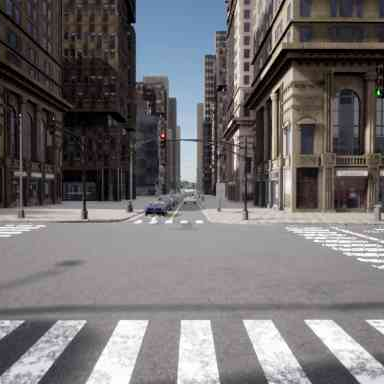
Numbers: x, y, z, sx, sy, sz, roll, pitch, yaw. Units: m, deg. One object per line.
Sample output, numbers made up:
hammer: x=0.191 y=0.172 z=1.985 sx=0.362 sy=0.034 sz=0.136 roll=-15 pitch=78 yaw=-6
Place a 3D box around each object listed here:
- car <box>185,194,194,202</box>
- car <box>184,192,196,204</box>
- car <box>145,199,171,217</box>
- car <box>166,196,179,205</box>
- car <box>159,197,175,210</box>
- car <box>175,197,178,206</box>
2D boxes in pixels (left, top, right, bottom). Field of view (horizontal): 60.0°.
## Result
car: x=-0.536 y=1.338 z=72.844 sx=2.097 sy=1.767 sz=4.553 roll=0 pitch=0 yaw=0
car: x=-0.381 y=1.206 z=62.418 sx=2.150 sy=2.045 sz=5.566 roll=0 pitch=0 yaw=0
car: x=-3.354 y=1.592 z=31.589 sx=1.895 sy=1.301 sz=4.718 roll=0 pitch=0 yaw=-1
car: x=-3.522 y=1.532 z=60.926 sx=2.033 sy=1.411 sz=5.357 roll=0 pitch=0 yaw=0
car: x=-3.429 y=1.493 z=40.918 sx=1.837 sy=1.490 sz=4.892 roll=0 pitch=0 yaw=0
car: x=-3.485 y=1.512 z=50.248 sx=1.812 sy=1.442 sz=4.674 roll=0 pitch=0 yaw=-1
